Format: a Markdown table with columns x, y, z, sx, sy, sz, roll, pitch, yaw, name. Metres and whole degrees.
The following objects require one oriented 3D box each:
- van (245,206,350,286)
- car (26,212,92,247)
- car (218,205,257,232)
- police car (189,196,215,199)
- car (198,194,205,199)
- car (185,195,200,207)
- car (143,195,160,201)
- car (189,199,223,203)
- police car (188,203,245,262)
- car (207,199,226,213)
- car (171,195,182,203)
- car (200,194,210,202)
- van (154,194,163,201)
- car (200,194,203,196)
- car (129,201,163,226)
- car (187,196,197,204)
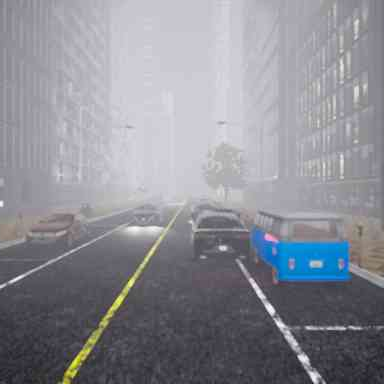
| x | y | z | sx | sy | sz | roll | pitch | yaw | name |
| --- | --- | --- | --- | --- | --- | --- | --- | --- | --- |
| 2.691 | 1.329 | 9.059 | 1.690 | 1.788 | 3.998 | 0 | 0 | 0 | van |
| -5.690 | 1.563 | 14.754 | 1.802 | 1.307 | 4.206 | 0 | 0 | 0 | car |
| 2.691 | 1.556 | 20.443 | 1.802 | 1.307 | 4.206 | 0 | 0 | 0 | car |
| 0.901 | 1.389 | 28.188 | 1.930 | 1.638 | 5.238 | 0 | 0 | 0 | police car |
| 2.695 | 1.344 | 94.446 | 1.887 | 1.381 | 4.507 | 0 | 0 | 0 | car |
| 0.008 | 1.533 | 48.739 | 1.895 | 1.301 | 4.718 | 0 | 0 | 0 | car |
| -5.689 | 1.493 | 43.217 | 2.008 | 1.369 | 4.403 | 0 | 0 | 0 | car |
| 0.901 | 1.450 | 22.078 | 1.882 | 1.535 | 5.008 | 0 | 0 | 0 | car |
| 0.900 | 1.410 | 12.188 | 1.930 | 1.638 | 5.238 | 0 | 0 | 0 | police car |
| 2.692 | 1.533 | 37.521 | 1.802 | 1.307 | 4.206 | 0 | 0 | 0 | car |
| -3.018 | 1.387 | 64.308 | 2.128 | 1.511 | 4.902 | 0 | 0 | 1 | car |
| 2.693 | 1.311 | 71.675 | 1.967 | 1.590 | 4.097 | 0 | 0 | 0 | car |
| -5.688 | 1.260 | 54.602 | 1.690 | 1.788 | 3.998 | 0 | 0 | 0 | van |
| 2.693 | 1.469 | 54.598 | 2.008 | 1.369 | 4.403 | 0 | 0 | 0 | car |
| -3.098 | 1.534 | 23.166 | 1.994 | 1.385 | 4.181 | 0 | 0 | 0 | car |
| 0.002 | 1.460 | 62.840 | 1.994 | 1.385 | 4.181 | 0 | 0 | 0 | car |
